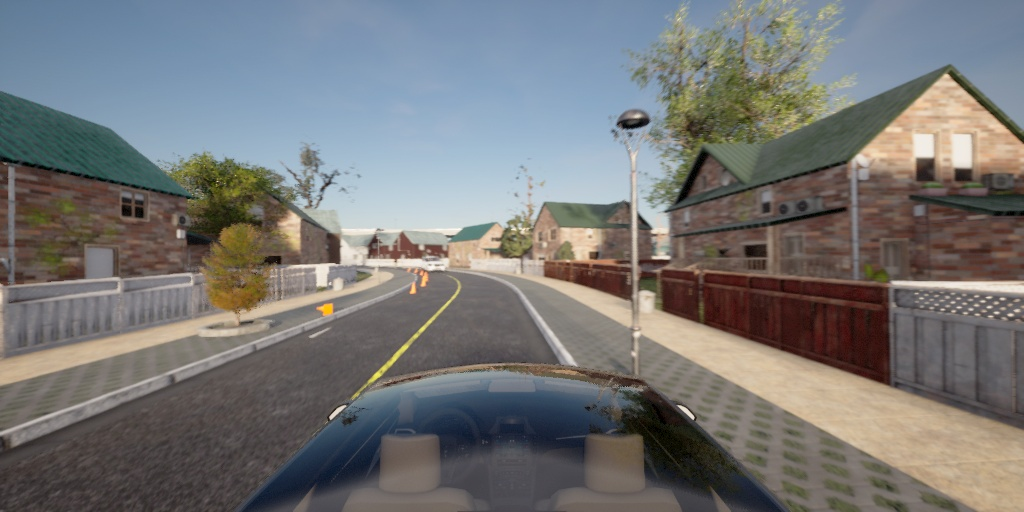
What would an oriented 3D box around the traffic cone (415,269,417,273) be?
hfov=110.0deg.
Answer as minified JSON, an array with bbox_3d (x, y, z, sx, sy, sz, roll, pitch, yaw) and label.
[{"bbox_3d":[-11.601,1.806,43.448,0.340,0.580,0.340,0,0,-24],"label":"traffic cone"}]

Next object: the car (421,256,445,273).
[{"bbox_3d":[-10.006,1.060,44.966,2.150,2.045,5.566,0,0,-25],"label":"car"}]

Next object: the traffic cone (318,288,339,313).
[{"bbox_3d":[-6.010,1.453,11.738,0.340,0.580,0.340,0,0,26],"label":"traffic cone"}]

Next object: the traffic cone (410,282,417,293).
[{"bbox_3d":[-5.525,1.767,20.134,0.340,0.580,0.340,0,0,-5],"label":"traffic cone"}]

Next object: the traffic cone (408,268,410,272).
[{"bbox_3d":[-13.704,1.823,47.806,0.340,0.580,0.340,0,0,-28],"label":"traffic cone"}]

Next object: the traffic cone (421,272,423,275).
[{"bbox_3d":[-8.264,1.782,34.369,0.340,0.580,0.340,0,0,-16],"label":"traffic cone"}]

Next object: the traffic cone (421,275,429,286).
[{"bbox_3d":[-6.131,1.769,24.935,0.340,0.580,0.340,0,0,-9],"label":"traffic cone"}]

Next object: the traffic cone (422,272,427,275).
[{"bbox_3d":[-7.045,1.774,29.686,0.340,0.580,0.340,0,0,-13],"label":"traffic cone"}]
